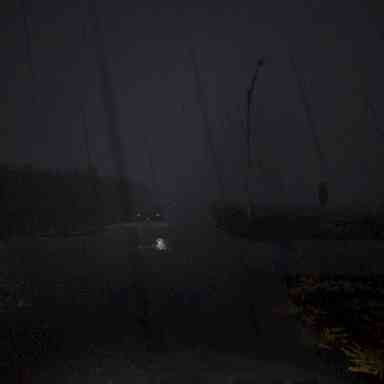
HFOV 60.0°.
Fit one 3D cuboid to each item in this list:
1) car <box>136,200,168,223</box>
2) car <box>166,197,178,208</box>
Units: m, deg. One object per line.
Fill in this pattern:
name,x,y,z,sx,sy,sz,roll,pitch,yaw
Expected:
car,-3.147,1.605,26.017,1.812,1.442,4.674,0,1,0
car,-3.205,1.594,50.522,1.837,1.490,4.892,0,1,0
